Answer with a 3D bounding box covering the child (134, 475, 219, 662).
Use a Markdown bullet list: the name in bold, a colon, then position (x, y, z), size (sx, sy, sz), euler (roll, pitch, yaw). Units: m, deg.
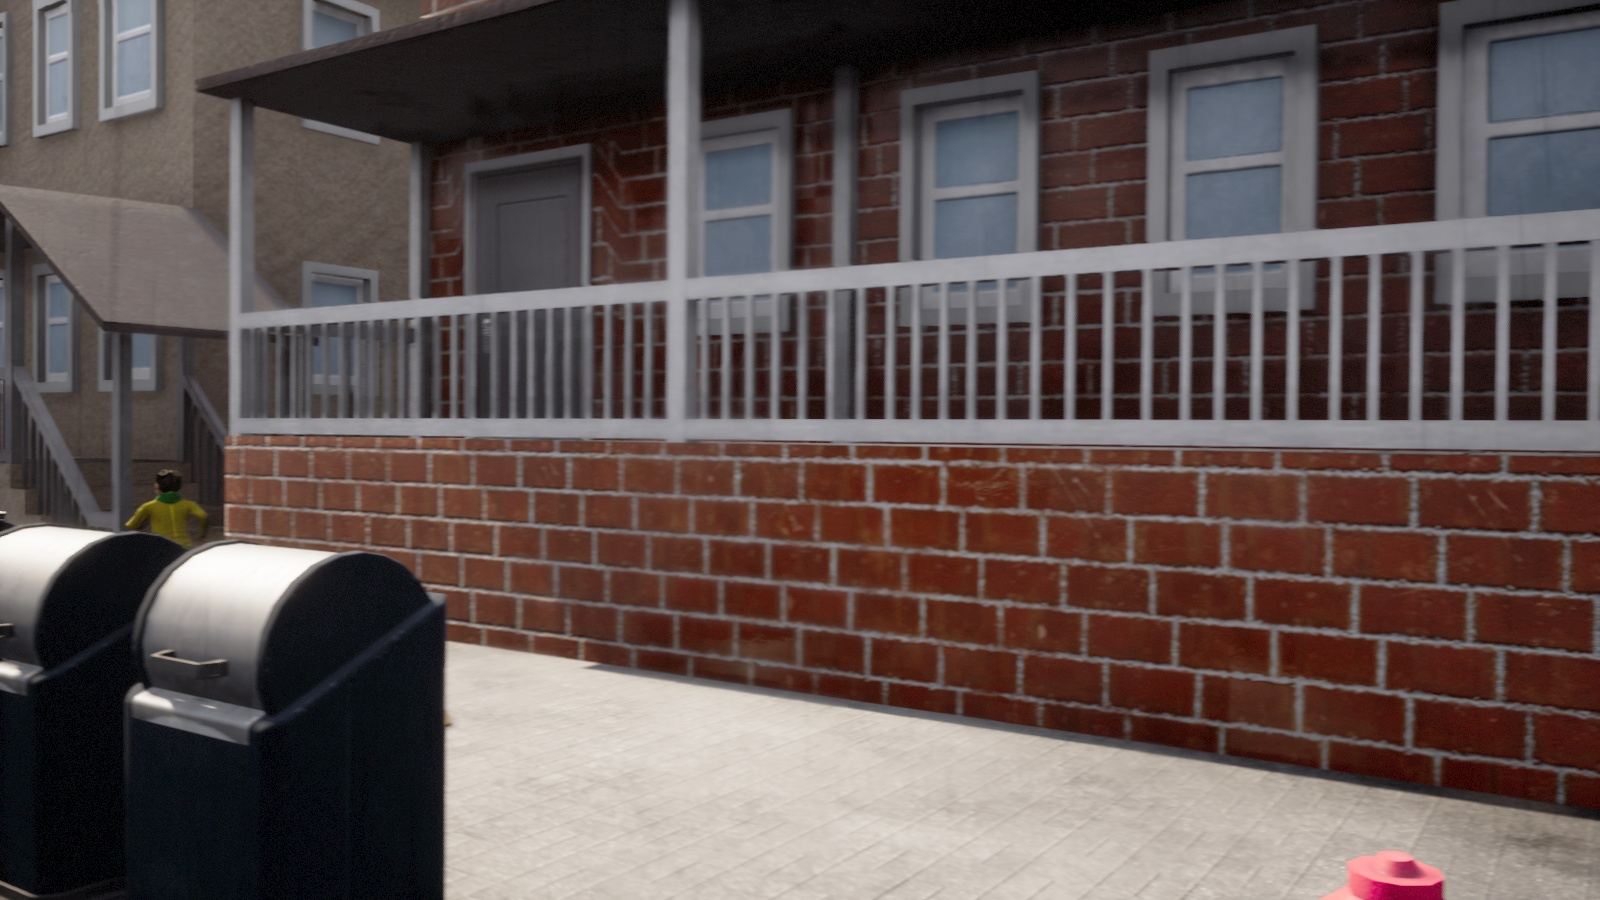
- **child**: position (-4.040, 0.747, 8.131), size (0.473, 1.160, 0.299), euler (0, 1, 38)
